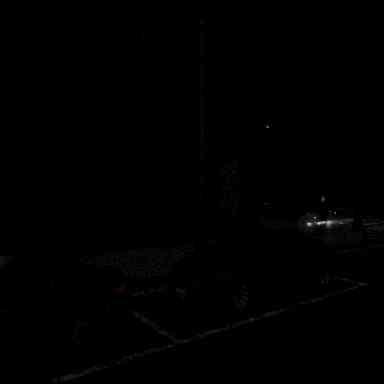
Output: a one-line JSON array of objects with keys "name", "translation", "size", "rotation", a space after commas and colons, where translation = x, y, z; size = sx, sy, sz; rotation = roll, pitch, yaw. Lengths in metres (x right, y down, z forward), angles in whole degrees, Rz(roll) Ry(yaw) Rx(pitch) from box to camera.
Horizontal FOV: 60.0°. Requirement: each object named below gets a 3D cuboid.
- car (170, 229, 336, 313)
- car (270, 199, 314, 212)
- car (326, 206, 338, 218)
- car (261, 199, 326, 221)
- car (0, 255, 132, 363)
[{"name": "car", "translation": [1.560, 1.566, 7.648], "size": [4.313, 1.339, 1.947], "rotation": [0, 0, -35]}, {"name": "car", "translation": [11.558, 1.537, 38.721], "size": [1.895, 1.301, 4.718], "rotation": [0, 0, -36]}, {"name": "car", "translation": [10.266, 1.480, 29.131], "size": [1.837, 1.490, 4.892], "rotation": [0, 0, -36]}, {"name": "car", "translation": [7.684, 1.532, 27.153], "size": [2.033, 1.411, 5.357], "rotation": [0, 0, -36]}, {"name": "car", "translation": [-2.878, 1.582, 4.482], "size": [4.206, 1.307, 1.802], "rotation": [0, 0, -35]}]
